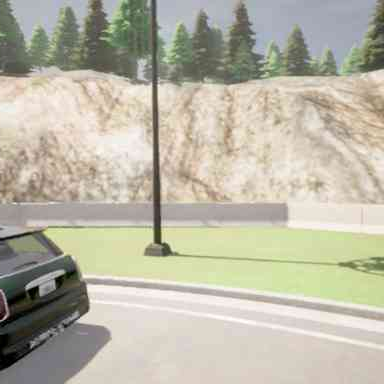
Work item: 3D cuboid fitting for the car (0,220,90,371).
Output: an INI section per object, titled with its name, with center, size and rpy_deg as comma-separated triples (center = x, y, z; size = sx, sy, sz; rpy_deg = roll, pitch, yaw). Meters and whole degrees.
[car]
center = -3.925, 1.270, 4.816
size = 4.553, 1.767, 2.097
rpy_deg = 0, 2, 14
